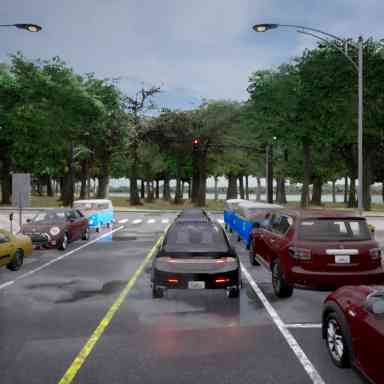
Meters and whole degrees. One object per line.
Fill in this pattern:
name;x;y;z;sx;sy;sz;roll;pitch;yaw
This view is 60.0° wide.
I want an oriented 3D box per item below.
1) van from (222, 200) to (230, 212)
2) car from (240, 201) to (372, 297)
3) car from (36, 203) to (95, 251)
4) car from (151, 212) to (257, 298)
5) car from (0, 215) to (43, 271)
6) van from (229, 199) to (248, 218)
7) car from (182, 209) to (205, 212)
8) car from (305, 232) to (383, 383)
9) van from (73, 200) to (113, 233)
van;2.757;1.343;19.363;1.690;1.788;3.998;0;0;0
car;2.759;1.315;8.488;2.192;1.841;5.009;0;0;0
car;-5.767;1.441;13.924;1.967;1.590;4.097;0;0;0
car;0.088;1.492;8.520;2.128;1.511;4.902;0;0;0
car;-5.766;1.526;8.317;1.752;1.417;4.829;0;0;0
van;2.758;1.342;13.926;1.690;1.788;3.998;0;0;0
car;0.053;1.565;17.438;1.994;1.385;4.181;0;0;1
car;2.760;1.440;3.051;1.967;1.590;4.097;0;0;0
van;-5.769;1.343;19.362;1.690;1.788;3.998;0;0;0
